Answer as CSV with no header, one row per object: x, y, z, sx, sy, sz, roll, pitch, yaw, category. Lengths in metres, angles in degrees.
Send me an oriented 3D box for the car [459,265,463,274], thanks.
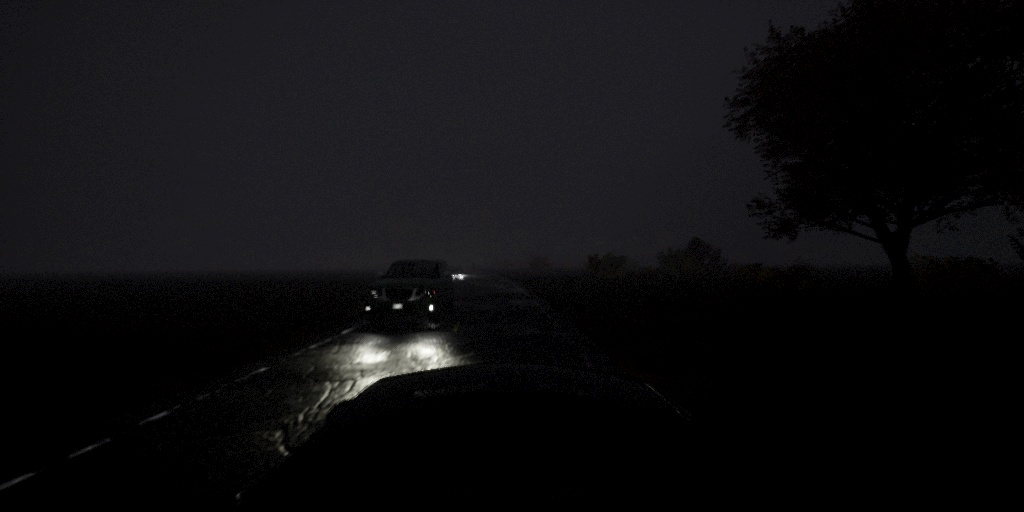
-8.304,1.950,53.773,1.895,1.301,4.718,0,-1,-11,car

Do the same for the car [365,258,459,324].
-3.379,1.104,12.961,2.150,2.045,5.566,0,-1,-3,car
